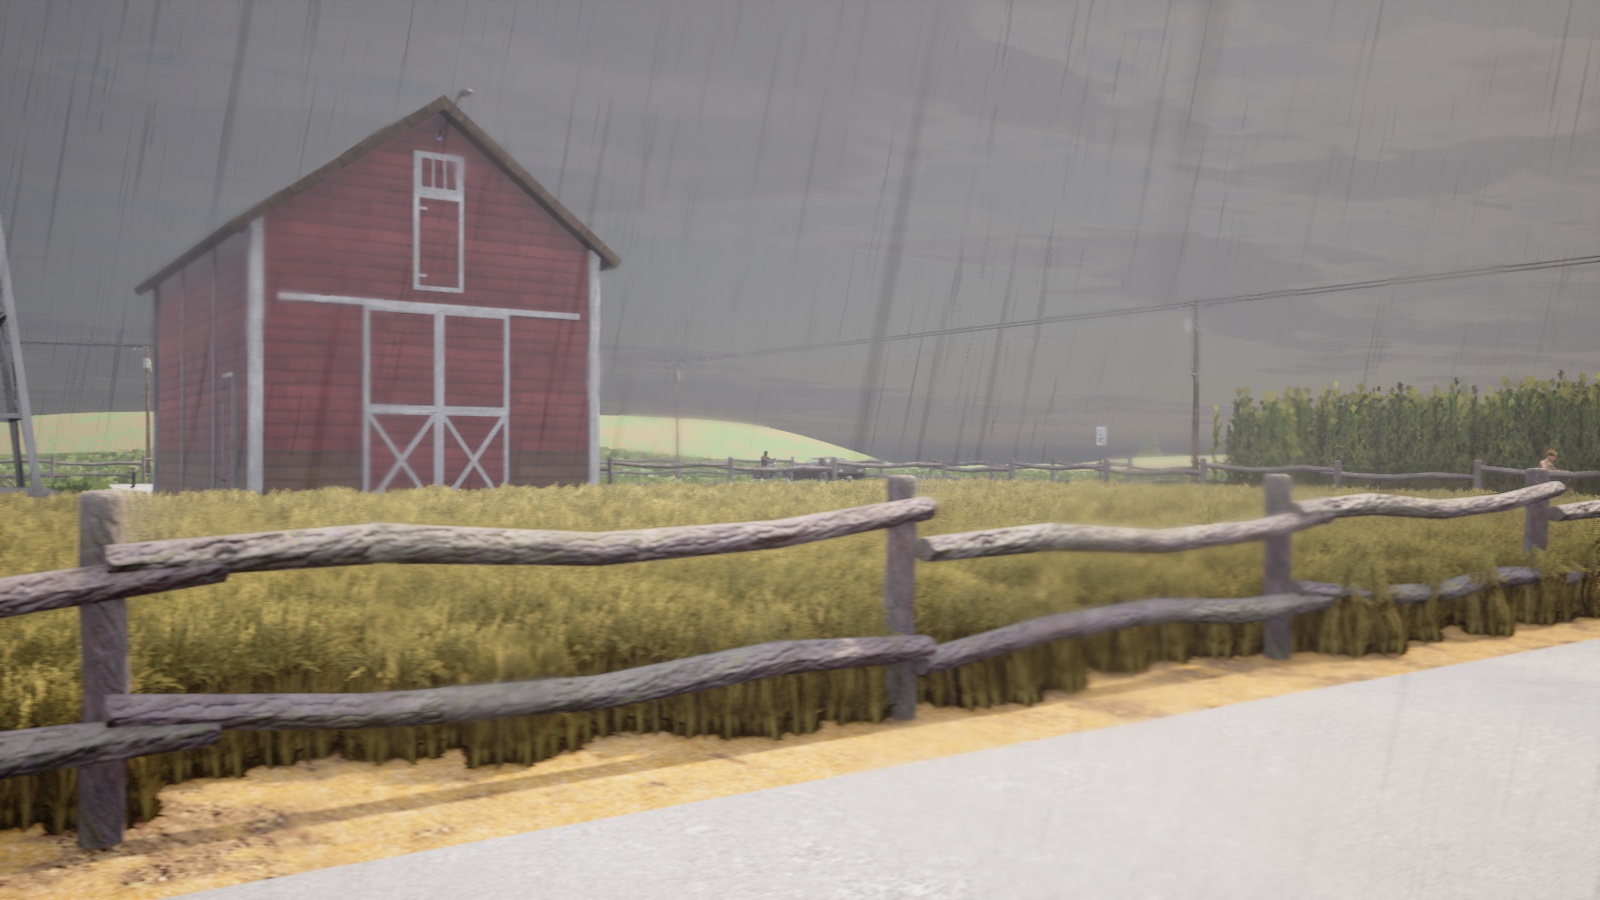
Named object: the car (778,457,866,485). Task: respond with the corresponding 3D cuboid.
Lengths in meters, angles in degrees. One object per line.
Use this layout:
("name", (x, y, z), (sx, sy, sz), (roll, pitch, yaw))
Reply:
("car", (1.011, 0.992, 60.721), (1.895, 1.301, 4.718), (0, 0, -35))

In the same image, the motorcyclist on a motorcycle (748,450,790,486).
("motorcyclist on a motorcycle", (-1.471, 0.842, 58.844), (0.766, 1.649, 2.350), (-1, 1, -36))
